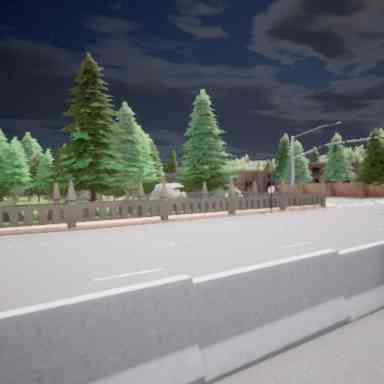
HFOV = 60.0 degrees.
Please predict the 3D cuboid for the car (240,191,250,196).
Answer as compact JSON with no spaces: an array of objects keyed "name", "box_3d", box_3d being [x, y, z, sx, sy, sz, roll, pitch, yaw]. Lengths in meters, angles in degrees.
[{"name":"car","box_3d":[8.705,0.561,59.723,2.128,1.511,4.902,-2,1,-35]}]
